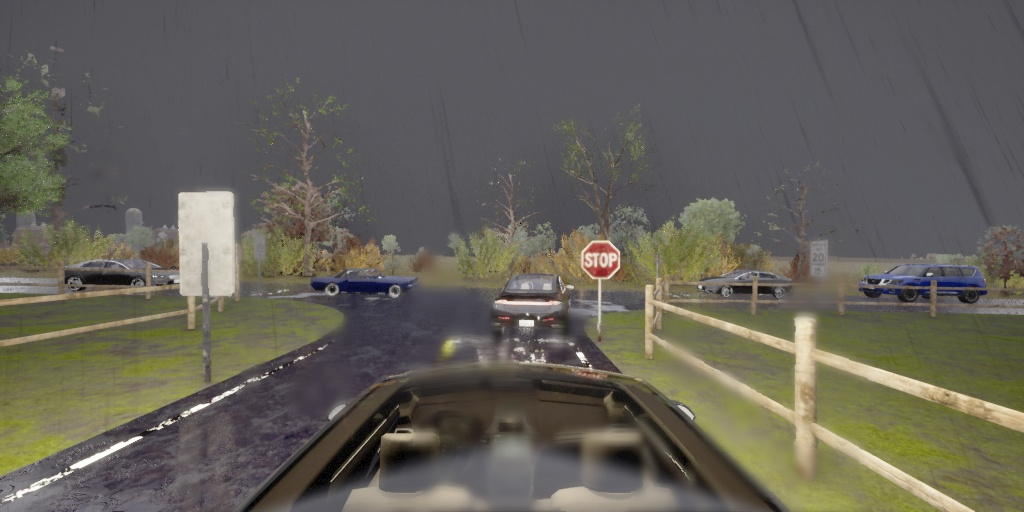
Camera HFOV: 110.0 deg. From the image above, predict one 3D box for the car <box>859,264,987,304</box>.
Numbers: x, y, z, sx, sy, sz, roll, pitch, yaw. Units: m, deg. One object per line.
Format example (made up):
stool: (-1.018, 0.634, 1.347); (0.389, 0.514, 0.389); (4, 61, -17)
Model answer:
car: (22.904, 1.466, 20.082); (5.566, 2.045, 2.150); (1, 1, 0)

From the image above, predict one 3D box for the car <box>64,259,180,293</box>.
car: (-18.486, 0.885, 17.194); (4.902, 1.511, 2.128); (1, 1, 0)

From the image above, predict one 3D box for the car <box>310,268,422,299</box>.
car: (-6.818, 1.248, 17.174); (4.718, 1.301, 1.895); (1, 1, 0)

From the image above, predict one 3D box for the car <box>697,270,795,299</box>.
car: (13.008, 1.525, 20.096); (4.902, 1.511, 2.128); (1, 1, 0)

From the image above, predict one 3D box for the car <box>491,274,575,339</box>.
car: (0.708, 1.240, 10.141); (2.128, 1.511, 4.902); (0, 0, 9)
